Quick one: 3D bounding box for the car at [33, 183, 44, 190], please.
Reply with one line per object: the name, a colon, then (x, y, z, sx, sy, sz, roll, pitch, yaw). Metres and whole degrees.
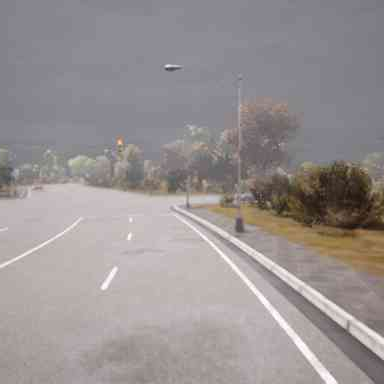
car: (-34.734, -1.308, 75.166, 2.097, 1.767, 4.553, -1, 3, -26)

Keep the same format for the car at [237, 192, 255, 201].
car: (8.217, 0.606, 42.476, 4.718, 1.301, 1.895, 1, 2, -23)
